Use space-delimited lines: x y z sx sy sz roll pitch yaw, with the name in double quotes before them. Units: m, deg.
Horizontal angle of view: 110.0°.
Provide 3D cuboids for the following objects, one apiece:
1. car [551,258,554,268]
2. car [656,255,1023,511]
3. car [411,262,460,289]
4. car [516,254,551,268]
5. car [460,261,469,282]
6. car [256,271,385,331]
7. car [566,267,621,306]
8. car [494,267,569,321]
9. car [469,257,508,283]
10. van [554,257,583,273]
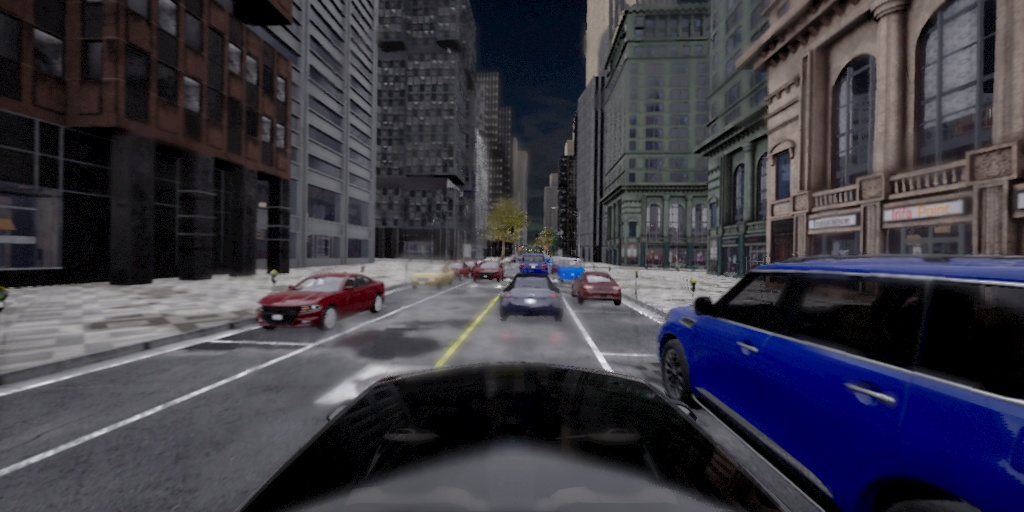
"car" 4.974 1.191 37.596 1.888 1.381 4.507 0 0 4
"car" 3.094 1.017 2.986 2.150 2.045 5.566 1 0 4
"car" -4.633 1.110 21.452 1.751 1.417 4.829 0 0 4
"car" 1.716 0.866 28.378 2.150 2.045 5.566 1 0 4
"car" -4.268 1.108 27.135 1.888 1.381 4.507 0 0 4
"car" -5.328 1.174 10.593 1.888 1.381 4.507 0 0 4
"car" 3.552 1.315 15.543 1.802 1.307 4.207 0 0 4
"car" 0.680 1.271 12.376 1.994 1.385 4.181 1 0 4
"car" -1.609 1.083 26.393 1.882 1.535 5.008 1 0 4
"van" 4.263 1.030 26.570 1.690 1.789 3.998 0 0 4
